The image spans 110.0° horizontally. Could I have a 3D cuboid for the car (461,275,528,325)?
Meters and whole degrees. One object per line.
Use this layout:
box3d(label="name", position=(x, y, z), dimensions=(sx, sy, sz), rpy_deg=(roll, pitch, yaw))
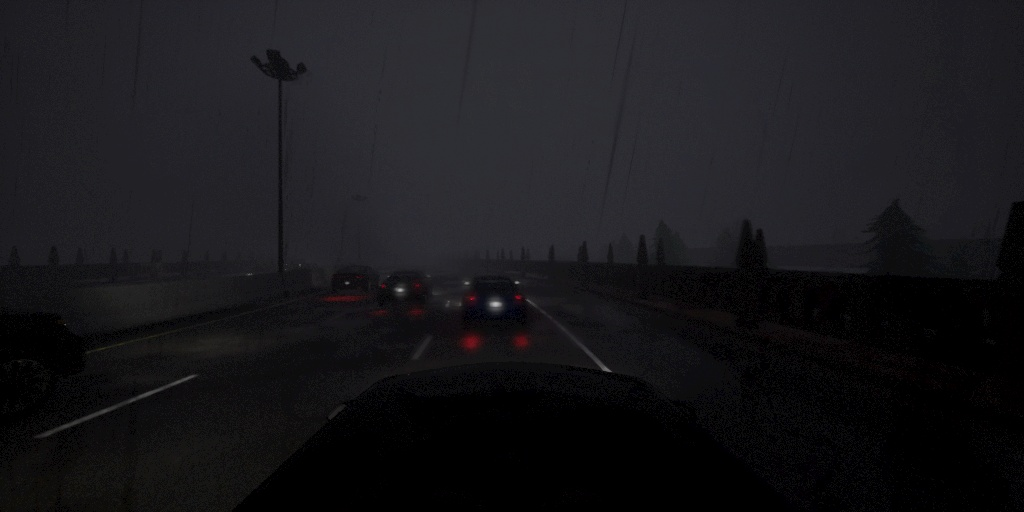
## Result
box3d(label="car", position=(-0.640, 1.316, 11.957), dimensions=(1.994, 1.385, 4.181), rpy_deg=(0, 0, -5))

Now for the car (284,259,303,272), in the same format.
box3d(label="car", position=(-28.639, 1.212, 47.689), dimensions=(2.097, 1.767, 4.553), rpy_deg=(0, 0, -19))

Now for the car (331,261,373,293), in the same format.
box3d(label="car", position=(-9.130, 1.262, 21.256), dimensions=(1.882, 1.535, 5.008), rpy_deg=(0, 0, -11))

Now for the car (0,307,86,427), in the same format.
box3d(label="car", position=(-7.010, 0.999, 2.547), dimensions=(2.150, 2.045, 5.566), rpy_deg=(0, 0, -1))

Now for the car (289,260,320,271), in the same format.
box3d(label="car", position=(-21.344, 1.432, 37.479), dimensions=(1.895, 1.301, 4.718), rpy_deg=(0, 0, -19))

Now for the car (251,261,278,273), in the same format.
box3d(label="car", position=(-31.855, 1.349, 46.290), dimensions=(1.882, 1.535, 5.008), rpy_deg=(0, 0, -19))

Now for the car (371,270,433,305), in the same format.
box3d(label="car", position=(-4.717, 1.332, 16.268), dimensions=(1.994, 1.385, 4.181), rpy_deg=(0, 0, -8))
